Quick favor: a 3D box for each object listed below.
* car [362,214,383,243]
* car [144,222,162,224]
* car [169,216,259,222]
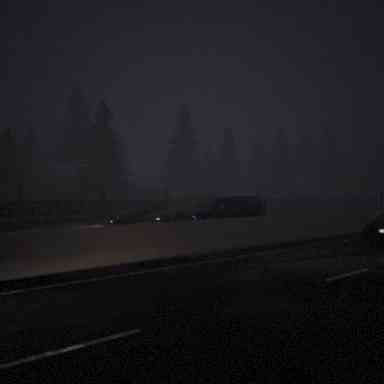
[{"bbox_3d":[9.384,1.556,14.723,4.181,1.385,1.994,0,0,-35],"label":"car"},{"bbox_3d":[-0.728,1.517,20.659,4.674,1.442,1.812,0,0,-35],"label":"car"},{"bbox_3d":[1.523,1.214,17.963,5.566,2.045,2.150,0,0,-35],"label":"car"}]
